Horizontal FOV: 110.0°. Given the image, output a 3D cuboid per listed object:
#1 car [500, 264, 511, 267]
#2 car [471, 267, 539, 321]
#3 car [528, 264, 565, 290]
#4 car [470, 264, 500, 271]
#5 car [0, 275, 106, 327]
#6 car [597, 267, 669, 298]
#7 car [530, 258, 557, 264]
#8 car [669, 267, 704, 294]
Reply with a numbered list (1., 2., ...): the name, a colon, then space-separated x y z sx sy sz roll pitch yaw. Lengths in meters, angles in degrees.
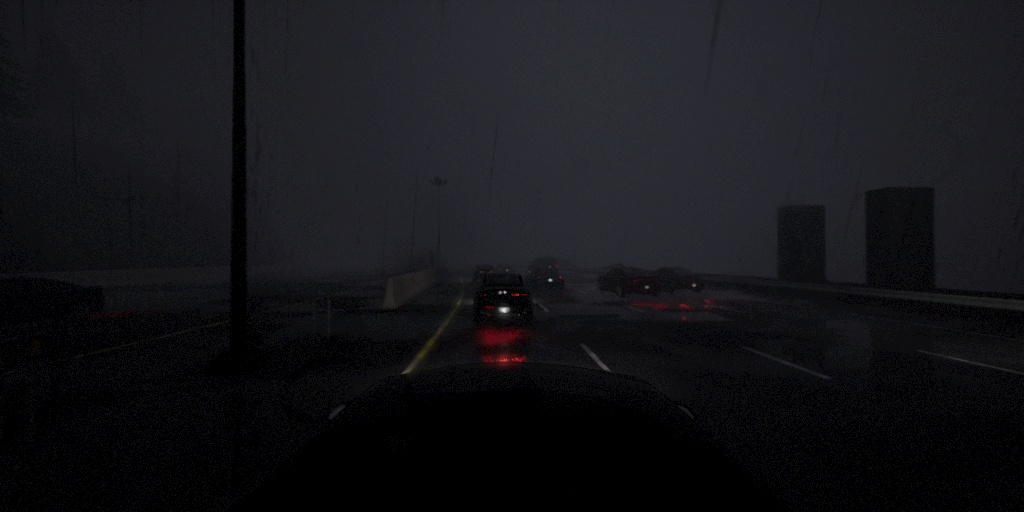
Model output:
1. car: -0.958 1.567 41.523 1.994 1.385 4.181 0 0 -12
2. car: -0.376 1.326 12.788 1.837 1.490 4.892 0 0 -4
3. car: 2.090 1.448 23.769 1.994 1.385 4.181 0 0 -7
4. car: -2.411 1.443 30.658 1.837 1.490 4.892 0 0 -9
5. car: -14.378 1.314 9.753 1.882 1.535 5.008 0 0 -3
6. car: 6.107 1.323 19.289 1.882 1.535 5.008 0 0 -5
7. car: 3.283 1.195 38.540 2.150 2.045 5.566 0 0 -11
8. car: 9.442 1.376 21.327 1.812 1.442 4.674 0 0 -6
